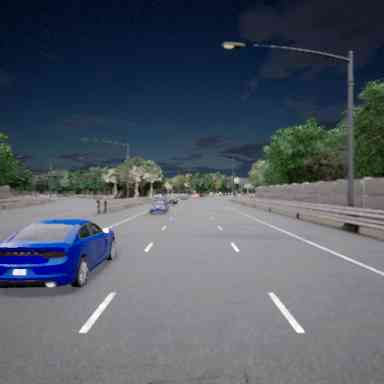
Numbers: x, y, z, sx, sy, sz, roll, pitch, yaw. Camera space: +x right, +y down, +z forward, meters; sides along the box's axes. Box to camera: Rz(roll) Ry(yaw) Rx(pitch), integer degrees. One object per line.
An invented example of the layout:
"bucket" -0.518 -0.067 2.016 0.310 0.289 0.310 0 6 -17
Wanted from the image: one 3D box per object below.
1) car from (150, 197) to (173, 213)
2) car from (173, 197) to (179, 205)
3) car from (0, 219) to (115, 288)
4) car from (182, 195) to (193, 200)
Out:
"car" -3.504 1.555 36.442 2.033 1.411 5.357 0 0 0
"car" -3.452 1.622 60.252 1.895 1.301 4.718 0 0 1
"car" -3.503 1.478 9.256 1.882 1.535 5.008 0 0 0
"car" -1.708 1.589 93.337 2.033 1.411 5.357 0 0 5
